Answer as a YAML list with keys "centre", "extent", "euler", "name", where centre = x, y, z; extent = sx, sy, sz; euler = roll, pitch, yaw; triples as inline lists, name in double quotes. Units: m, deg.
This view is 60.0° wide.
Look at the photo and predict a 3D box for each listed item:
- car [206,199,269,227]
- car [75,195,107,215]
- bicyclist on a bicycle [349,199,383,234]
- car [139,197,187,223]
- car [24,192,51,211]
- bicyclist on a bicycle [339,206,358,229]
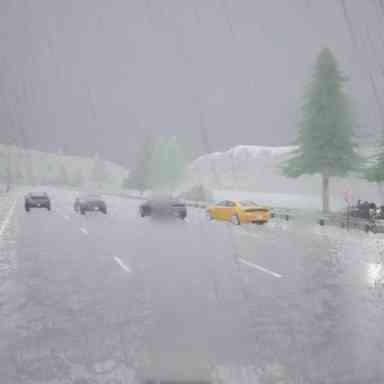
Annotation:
- centre: [2.640, 1.166, 20.489]
  extent: [1.882, 1.535, 5.008]
  euler: [1, 1, -27]
  name: "car"
- centre: [-7.833, 0.920, 25.618]
  extent: [1.812, 1.442, 4.674]
  euler: [1, 1, -27]
  name: "car"
- centre: [8.495, 1.040, 16.025]
  extent: [0.582, 1.620, 1.656]
  euler: [-17, 43, 1]
  name: "bicyclist on a bicycle"
- centre: [-1.998, 1.068, 21.737]
  extent: [2.128, 1.511, 4.902]
  euler: [1, 1, -27]
  name: "car"
- centre: [-13.012, 0.744, 28.012]
  extent: [2.128, 1.511, 4.902]
  euler: [1, 1, -27]
  name: "car"
- centre: [9.024, 1.155, 18.514]
  extent: [1.656, 1.620, 0.582]
  euler: [38, -5, -14]
  name: "bicyclist on a bicycle"
